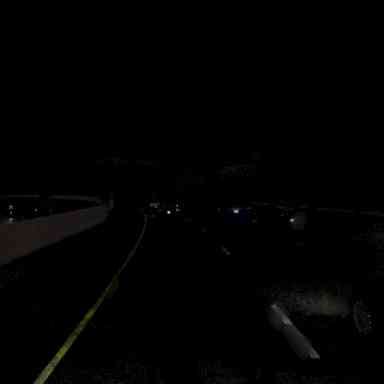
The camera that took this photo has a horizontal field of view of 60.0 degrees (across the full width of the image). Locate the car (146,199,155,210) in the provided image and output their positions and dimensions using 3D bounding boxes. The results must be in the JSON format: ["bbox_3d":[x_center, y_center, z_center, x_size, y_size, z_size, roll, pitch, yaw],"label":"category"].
[{"bbox_3d":[-4.781,1.586,42.752,1.895,1.301,4.718,0,0,-13],"label":"car"}]

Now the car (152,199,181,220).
[{"bbox_3d":[-2.084,1.553,27.977,1.994,1.385,4.181,0,0,-8],"label":"car"}]

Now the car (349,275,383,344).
[{"bbox_3d":[3.476,1.519,3.440,1.812,1.442,4.674,0,0,-1],"label":"car"}]

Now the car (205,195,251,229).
[{"bbox_3d":[2.254,1.208,21.867,2.150,2.045,5.566,0,0,-6],"label":"car"}]

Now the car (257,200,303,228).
[{"bbox_3d":[5.731,1.508,22.092,1.812,1.442,4.674,0,0,-6],"label":"car"}]
